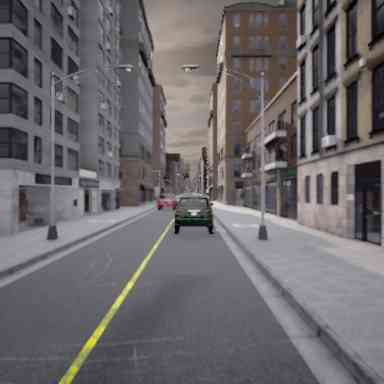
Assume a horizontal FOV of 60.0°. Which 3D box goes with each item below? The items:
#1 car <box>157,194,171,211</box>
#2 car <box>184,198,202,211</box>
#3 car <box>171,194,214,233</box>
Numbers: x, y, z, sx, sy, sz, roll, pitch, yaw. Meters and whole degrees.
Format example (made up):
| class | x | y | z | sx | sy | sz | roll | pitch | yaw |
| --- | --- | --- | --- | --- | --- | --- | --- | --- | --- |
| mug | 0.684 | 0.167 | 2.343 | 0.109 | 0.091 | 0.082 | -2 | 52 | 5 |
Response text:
| class | x | y | z | sx | sy | sz | roll | pitch | yaw |
| --- | --- | --- | --- | --- | --- | --- | --- | --- | --- |
| car | -3.060 | 1.223 | 41.574 | 2.150 | 2.045 | 5.566 | 0 | 0 | 1 |
| car | 0.107 | 1.490 | 41.156 | 2.128 | 1.511 | 4.902 | 0 | 0 | 0 |
| car | 0.103 | 1.224 | 19.888 | 2.150 | 2.045 | 5.566 | 0 | 0 | 0 |
